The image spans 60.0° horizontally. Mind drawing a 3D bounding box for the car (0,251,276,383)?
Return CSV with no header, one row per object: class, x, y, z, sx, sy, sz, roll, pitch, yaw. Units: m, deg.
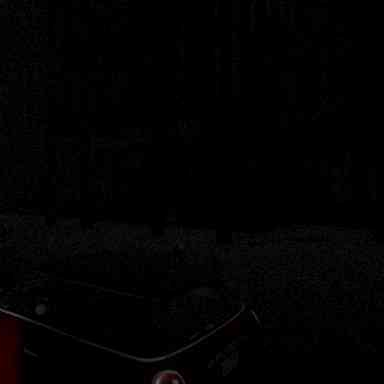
car,-1.263,1.437,3.863,4.097,1.590,1.967,0,0,36
